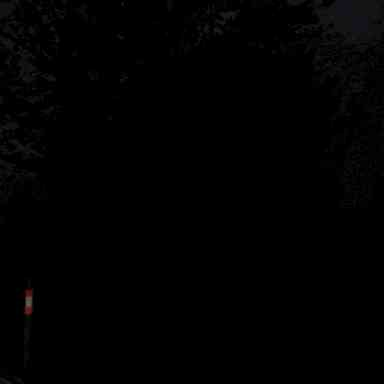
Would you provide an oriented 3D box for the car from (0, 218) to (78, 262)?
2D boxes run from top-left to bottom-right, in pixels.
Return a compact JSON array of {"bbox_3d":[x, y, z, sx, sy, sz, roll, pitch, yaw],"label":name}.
[{"bbox_3d":[-6.148,1.596,10.969,2.231,1.521,4.892,-1,-1,37],"label":"car"}]
